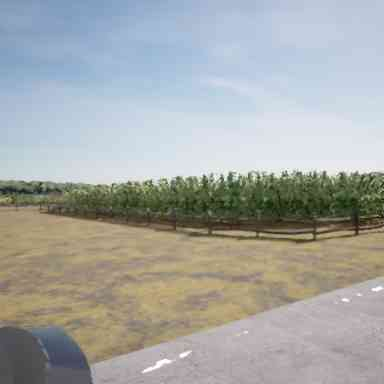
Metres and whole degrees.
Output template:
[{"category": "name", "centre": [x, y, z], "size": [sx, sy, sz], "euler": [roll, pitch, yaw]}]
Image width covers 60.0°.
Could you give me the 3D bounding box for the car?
[{"category": "car", "centre": [-2.750, 1.494, 1.104], "size": [4.902, 1.511, 2.128], "euler": [0, 0, -35]}]
